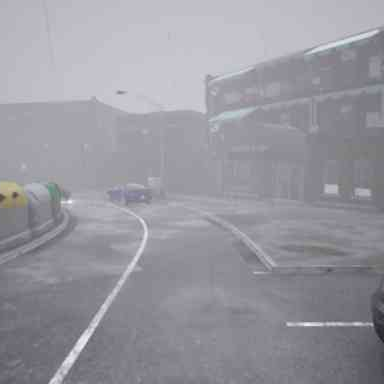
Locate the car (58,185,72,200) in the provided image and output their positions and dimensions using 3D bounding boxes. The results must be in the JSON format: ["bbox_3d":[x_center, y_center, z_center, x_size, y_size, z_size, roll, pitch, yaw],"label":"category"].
[{"bbox_3d":[-11.461,-0.071,26.273,4.181,1.385,1.994,2,5,33],"label":"car"}]

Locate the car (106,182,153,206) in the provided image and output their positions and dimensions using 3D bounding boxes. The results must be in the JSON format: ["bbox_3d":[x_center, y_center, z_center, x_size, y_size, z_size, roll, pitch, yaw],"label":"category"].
[{"bbox_3d":[-4.630,0.022,23.995,1.882,1.535,5.008,-3,6,-34],"label":"car"}]

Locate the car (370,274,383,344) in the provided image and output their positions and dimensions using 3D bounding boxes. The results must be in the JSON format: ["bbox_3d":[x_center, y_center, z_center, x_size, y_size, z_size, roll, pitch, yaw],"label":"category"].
[{"bbox_3d":[4.622,1.354,3.633,4.892,1.521,2.231,0,3,0],"label":"car"}]
